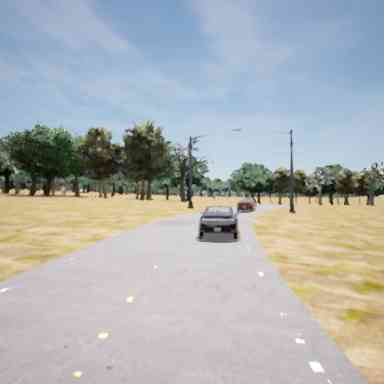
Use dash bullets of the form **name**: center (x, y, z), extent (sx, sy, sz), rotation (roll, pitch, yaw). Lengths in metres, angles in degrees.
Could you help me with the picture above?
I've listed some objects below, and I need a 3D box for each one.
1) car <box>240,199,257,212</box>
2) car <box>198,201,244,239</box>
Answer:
- **car**: center (6.729, 1.576, 40.388), extent (1.882, 1.535, 5.008), rotation (-1, -1, 18)
- **car**: center (1.436, 1.438, 17.091), extent (2.128, 1.511, 4.902), rotation (0, 0, 7)
